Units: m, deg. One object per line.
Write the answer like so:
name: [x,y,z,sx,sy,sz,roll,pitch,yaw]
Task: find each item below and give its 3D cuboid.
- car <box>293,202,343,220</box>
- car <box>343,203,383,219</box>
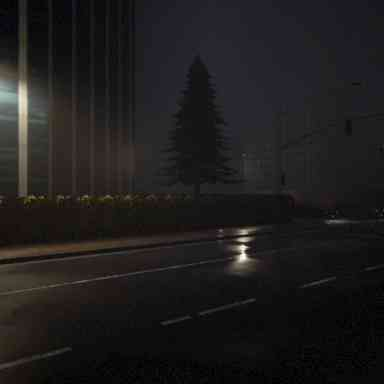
car: [9.679,1.547,28.530,2.033,1.411,5.357,0,0,-35]
car: [14.037,1.601,28.868,1.895,1.301,4.718,0,0,-40]
